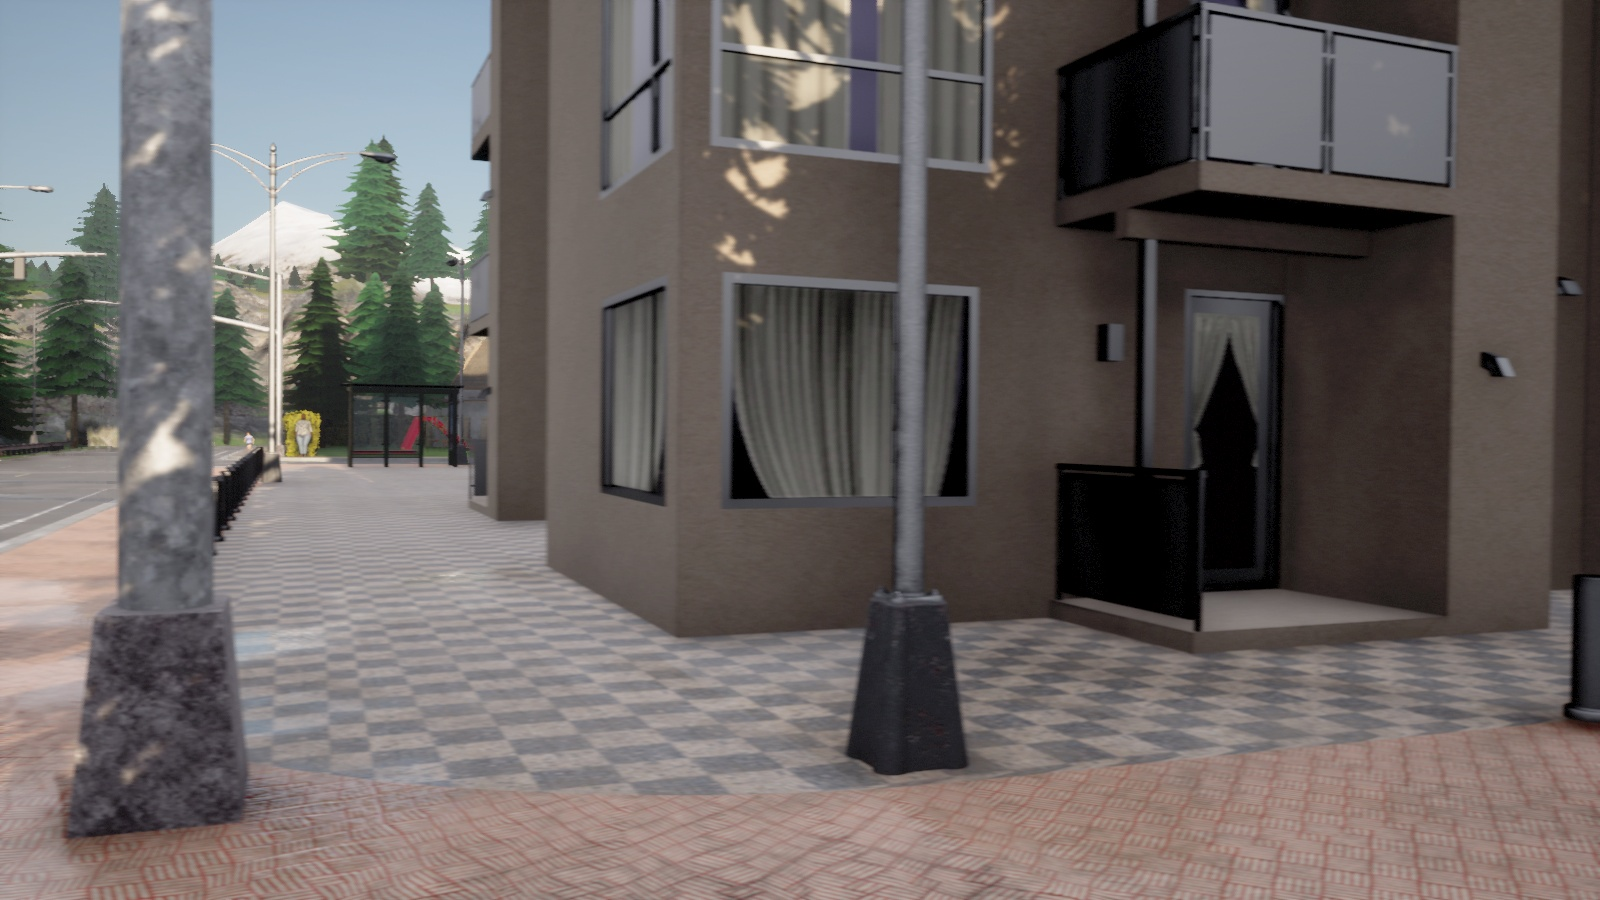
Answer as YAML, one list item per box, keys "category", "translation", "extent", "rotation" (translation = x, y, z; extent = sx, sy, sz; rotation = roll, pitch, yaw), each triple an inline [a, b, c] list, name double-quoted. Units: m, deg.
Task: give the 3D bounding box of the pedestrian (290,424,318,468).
- category: "pedestrian"
  translation: [-21.074, -0.182, 53.347]
  extent: [0.874, 1.855, 0.900]
  rotation: [-1, 1, -8]
